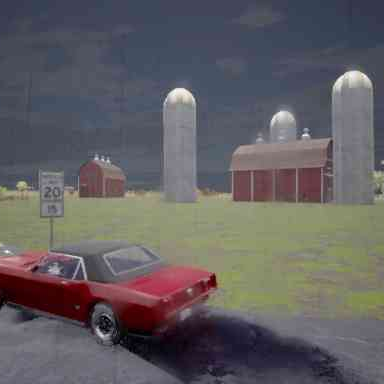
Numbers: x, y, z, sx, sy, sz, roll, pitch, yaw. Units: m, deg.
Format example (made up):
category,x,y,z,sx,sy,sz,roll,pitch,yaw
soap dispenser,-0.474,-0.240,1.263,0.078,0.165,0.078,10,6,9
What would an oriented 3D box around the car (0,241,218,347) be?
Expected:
category,x,y,z,sx,sy,sz,roll,pitch,yaw
car,-2.016,1.603,6.263,4.718,1.301,1.895,0,0,29
